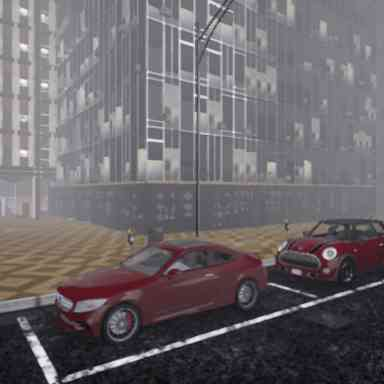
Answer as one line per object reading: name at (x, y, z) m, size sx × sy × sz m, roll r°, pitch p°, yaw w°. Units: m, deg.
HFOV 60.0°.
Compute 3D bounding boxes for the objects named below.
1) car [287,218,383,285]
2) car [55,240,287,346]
car at (4.281, 1.525, 9.628) m, size 4.097 × 1.590 × 1.967 m, roll 1°, pitch -1°, yaw -36°
car at (-0.345, 1.613, 6.324) m, size 4.206 × 1.307 × 1.802 m, roll 1°, pitch -1°, yaw -36°
